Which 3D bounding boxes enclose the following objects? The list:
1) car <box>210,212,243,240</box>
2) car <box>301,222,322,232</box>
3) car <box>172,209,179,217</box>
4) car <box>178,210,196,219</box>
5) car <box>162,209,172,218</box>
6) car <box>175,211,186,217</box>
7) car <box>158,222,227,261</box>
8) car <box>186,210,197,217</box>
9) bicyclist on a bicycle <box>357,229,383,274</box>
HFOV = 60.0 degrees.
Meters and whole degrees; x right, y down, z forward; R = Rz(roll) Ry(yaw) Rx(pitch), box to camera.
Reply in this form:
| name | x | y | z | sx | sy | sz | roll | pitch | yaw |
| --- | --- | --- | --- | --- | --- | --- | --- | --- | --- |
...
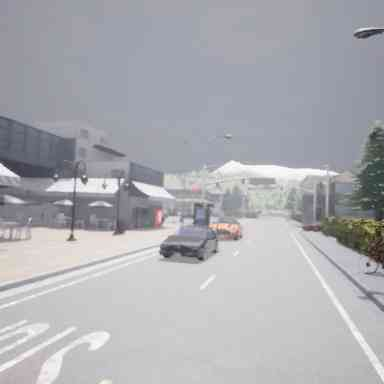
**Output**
| name | x | y | z | sx | sy | sz | roll | pitch | yaw |
| --- | --- | --- | --- | --- | --- | --- | --- | --- | --- |
| car | 2.793 | 2.775 | 26.465 | 2.097 | 1.767 | 4.553 | 2 | -3 | 15 |
| car | 16.590 | 4.567 | 42.566 | 4.718 | 1.301 | 1.895 | 3 | -3 | -12 |
| car | -5.181 | 5.401 | 85.158 | 1.932 | 1.855 | 4.605 | 2 | -3 | 14 |
| car | -0.921 | 5.187 | 73.745 | 2.007 | 1.523 | 4.514 | 2 | -3 | 14 |
| car | -6.196 | 4.607 | 67.833 | 1.970 | 1.475 | 3.806 | 2 | -3 | 14 |
| car | -3.148 | 6.166 | 93.358 | 1.970 | 1.475 | 3.806 | 2 | -3 | 14 |
| car | 0.103 | 2.331 | 16.066 | 2.033 | 1.411 | 5.357 | 2 | -3 | 15 |
| car | -0.066 | 5.933 | 91.959 | 1.905 | 1.878 | 3.866 | 2 | -3 | 14 |
| bicyclist on a bicycle | 6.695 | 2.121 | 11.647 | 1.656 | 1.620 | 0.582 | 1 | -3 | 14 |
